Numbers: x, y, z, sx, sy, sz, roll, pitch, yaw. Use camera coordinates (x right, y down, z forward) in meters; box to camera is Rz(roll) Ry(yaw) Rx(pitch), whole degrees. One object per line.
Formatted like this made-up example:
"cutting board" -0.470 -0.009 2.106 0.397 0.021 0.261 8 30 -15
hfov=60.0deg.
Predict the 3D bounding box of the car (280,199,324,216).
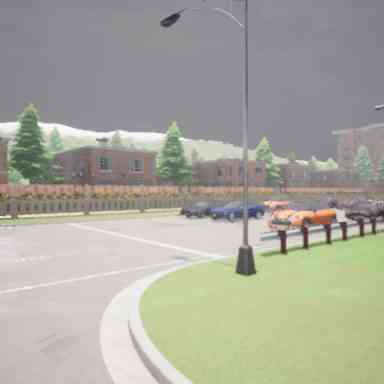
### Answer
"car" 10.613 1.416 31.871 4.674 1.442 1.812 -1 0 -41

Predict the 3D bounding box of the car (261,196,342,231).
"car" 6.318 1.286 18.923 4.553 1.767 2.097 0 0 -41

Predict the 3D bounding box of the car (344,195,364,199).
"car" 18.767 1.211 38.883 4.553 1.767 2.097 0 0 -41

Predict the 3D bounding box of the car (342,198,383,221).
"car" 13.576 1.455 25.184 5.357 1.411 2.033 0 0 -41

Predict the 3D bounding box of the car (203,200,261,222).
"car" 3.538 1.394 25.771 5.008 1.535 1.882 0 0 -41

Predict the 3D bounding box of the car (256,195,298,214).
"car" 9.009 1.234 35.109 4.553 1.767 2.097 0 0 -41

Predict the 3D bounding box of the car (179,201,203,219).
"car" 1.433 1.458 28.578 5.357 1.411 2.033 0 0 -41

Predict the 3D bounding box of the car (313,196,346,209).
"car" 17.650 1.327 42.537 5.008 1.535 1.882 0 0 -40
